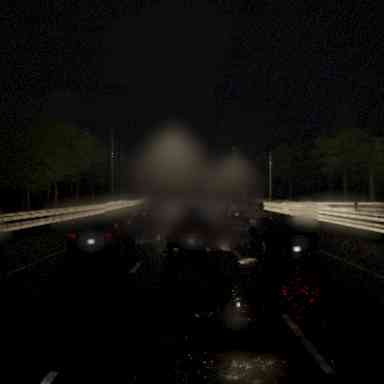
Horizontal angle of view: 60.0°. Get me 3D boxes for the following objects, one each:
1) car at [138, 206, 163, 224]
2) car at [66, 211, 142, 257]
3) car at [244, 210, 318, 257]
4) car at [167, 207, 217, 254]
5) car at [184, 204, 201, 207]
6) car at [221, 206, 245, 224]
[{"bbox_3d":[-3.496,1.826,27.517,2.033,1.411,5.357,0,0,0],"label":"car"},{"bbox_3d":[-3.481,1.705,13.525,1.994,1.385,4.181,0,0,0],"label":"car"},{"bbox_3d":[3.517,1.648,13.502,1.837,1.490,4.892,0,0,0],"label":"car"},{"bbox_3d":[0.024,1.626,14.236,1.882,1.535,5.008,0,0,0],"label":"car"},{"bbox_3d":[0.021,1.771,29.259,1.882,1.535,5.008,0,0,0],"label":"car"},{"bbox_3d":[3.504,1.826,27.517,2.033,1.411,5.357,0,0,0],"label":"car"}]
